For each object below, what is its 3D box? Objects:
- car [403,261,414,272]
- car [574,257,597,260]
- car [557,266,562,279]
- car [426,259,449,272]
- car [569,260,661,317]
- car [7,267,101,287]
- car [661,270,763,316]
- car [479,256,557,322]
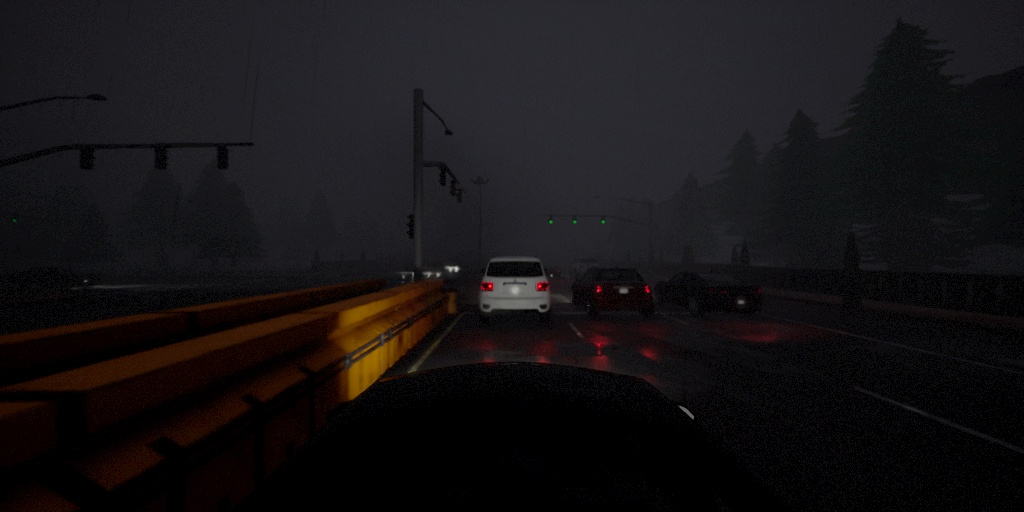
[{"bbox_3d":[-14.081,1.442,51.043,1.837,1.490,4.892,0,0,0],"label":"car"},{"bbox_3d":[7.093,1.106,35.487,2.150,2.045,5.566,0,0,0],"label":"car"},{"bbox_3d":[3.594,1.483,34.866,1.895,1.301,4.718,0,0,0],"label":"car"},{"bbox_3d":[-10.585,1.498,50.195,1.994,1.385,4.181,0,0,0],"label":"car"},{"bbox_3d":[3.589,1.149,13.617,2.097,1.767,4.553,0,0,0],"label":"car"},{"bbox_3d":[-32.071,1.445,25.225,4.718,1.301,1.895,0,0,2],"label":"car"},{"bbox_3d":[7.090,1.275,13.564,1.882,1.535,5.008,0,0,0],"label":"car"},{"bbox_3d":[0.089,1.016,12.603,2.150,2.045,5.566,0,0,0],"label":"car"}]
